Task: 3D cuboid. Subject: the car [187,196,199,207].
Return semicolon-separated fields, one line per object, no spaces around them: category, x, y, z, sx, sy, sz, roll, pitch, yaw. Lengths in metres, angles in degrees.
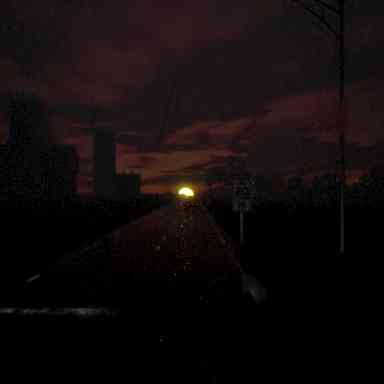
car;0.104;1.449;52.295;1.837;1.490;4.892;0;0;0

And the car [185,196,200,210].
car;0.082;1.498;41.843;2.033;1.411;5.357;0;0;0
